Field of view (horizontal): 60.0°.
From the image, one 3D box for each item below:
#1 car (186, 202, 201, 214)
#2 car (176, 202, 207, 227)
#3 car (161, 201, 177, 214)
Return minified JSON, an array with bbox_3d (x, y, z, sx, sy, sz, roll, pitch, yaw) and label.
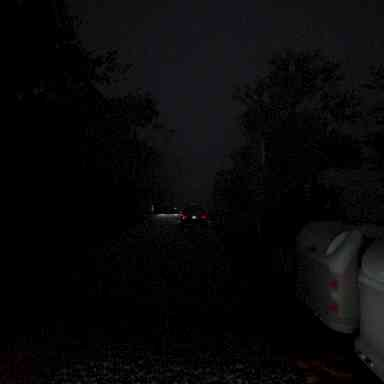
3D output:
[{"bbox_3d":[0.242,2.009,43.013,1.812,1.442,4.674,0,-1,1],"label":"car"},{"bbox_3d":[0.140,1.700,23.797,2.033,1.411,5.357,0,-1,0],"label":"car"},{"bbox_3d":[-2.720,1.962,41.806,1.837,1.490,4.892,0,-1,1],"label":"car"}]
